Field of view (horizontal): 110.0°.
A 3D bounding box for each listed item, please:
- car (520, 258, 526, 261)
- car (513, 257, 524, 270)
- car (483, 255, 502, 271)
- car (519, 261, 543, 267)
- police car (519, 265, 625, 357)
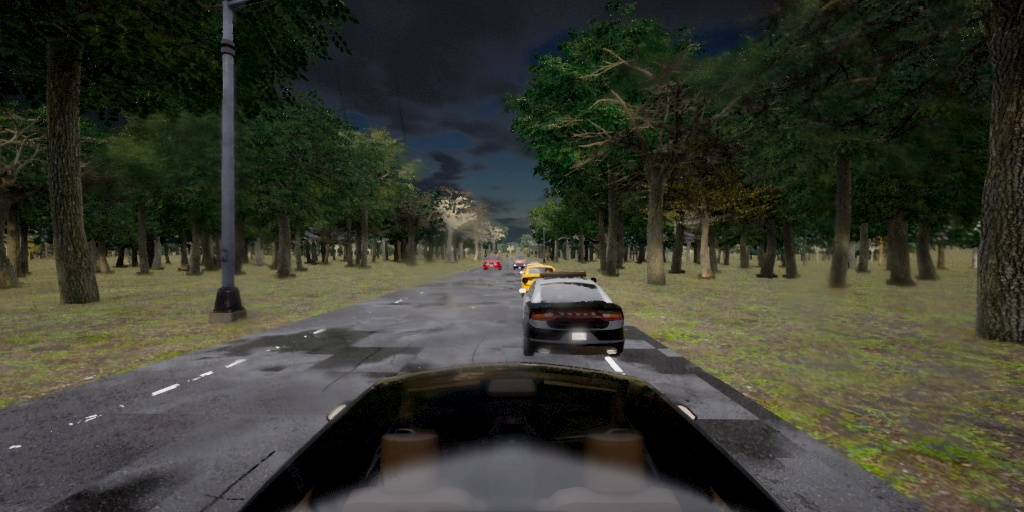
[{"bbox_3d":[1.572,1.172,24.797,1.801,1.575,5.366,0,0,1],"label":"car"},{"bbox_3d":[1.091,1.228,48.582,1.895,1.301,4.718,0,0,2],"label":"car"},{"bbox_3d":[-2.483,0.858,46.824,2.150,2.045,5.566,0,0,1],"label":"car"},{"bbox_3d":[1.432,1.208,18.609,1.882,1.535,5.008,0,0,1],"label":"car"},{"bbox_3d":[1.209,1.170,8.719,1.930,1.638,5.238,0,0,1],"label":"police car"}]
